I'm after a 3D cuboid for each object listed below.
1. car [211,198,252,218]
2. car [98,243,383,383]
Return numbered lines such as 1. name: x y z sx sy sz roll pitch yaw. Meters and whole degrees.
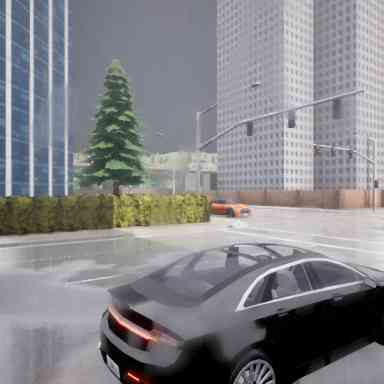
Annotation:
1. car: 3.279 1.354 29.909 2.097 1.767 4.553 0 0 -35
2. car: 1.207 1.492 4.667 4.902 1.511 2.128 0 0 -35
